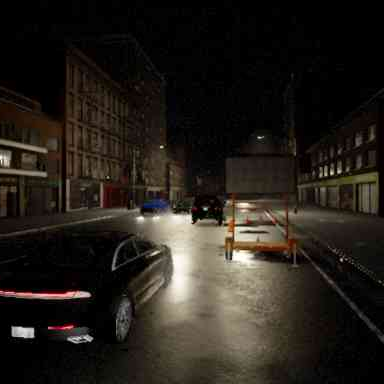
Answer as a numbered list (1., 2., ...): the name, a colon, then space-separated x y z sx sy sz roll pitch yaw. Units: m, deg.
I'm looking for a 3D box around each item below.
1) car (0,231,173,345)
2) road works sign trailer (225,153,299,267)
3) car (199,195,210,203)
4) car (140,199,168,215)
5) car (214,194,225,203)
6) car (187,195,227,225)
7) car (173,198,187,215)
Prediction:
1. car: -1.675 1.499 6.456 2.128 1.511 4.902 0 0 9
2. road works sign trailer: 2.359 0.475 11.580 2.380 3.560 2.880 0 0 9
3. car: 2.914 1.560 74.888 1.882 1.535 5.008 0 0 9
4. car: -3.879 1.514 34.292 1.882 1.535 5.008 0 0 9
5. car: 6.193 1.435 74.800 2.097 1.767 4.553 0 0 9
6. car: 1.338 1.245 24.761 2.150 2.045 5.566 0 0 9
7. car: -0.577 1.387 34.343 2.097 1.767 4.553 0 0 9
